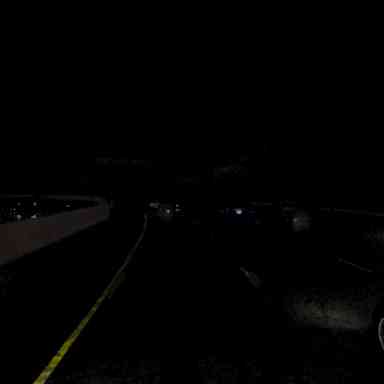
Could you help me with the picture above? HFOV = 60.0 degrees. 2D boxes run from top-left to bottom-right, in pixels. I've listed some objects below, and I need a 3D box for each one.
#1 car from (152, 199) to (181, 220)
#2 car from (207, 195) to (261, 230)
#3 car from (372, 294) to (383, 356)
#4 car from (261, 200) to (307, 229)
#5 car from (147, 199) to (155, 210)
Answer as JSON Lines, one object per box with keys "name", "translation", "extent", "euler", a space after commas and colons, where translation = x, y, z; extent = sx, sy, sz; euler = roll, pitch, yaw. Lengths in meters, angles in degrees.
{"name": "car", "translation": [-2.073, 1.551, 27.926], "extent": [1.994, 1.385, 4.181], "euler": [0, 0, -8]}
{"name": "car", "translation": [2.336, 1.206, 21.194], "extent": [2.150, 2.045, 5.566], "euler": [0, 0, -6]}
{"name": "car", "translation": [3.488, 1.519, 2.775], "extent": [1.812, 1.442, 4.674], "euler": [0, 0, -1]}
{"name": "car", "translation": [5.807, 1.506, 21.486], "extent": [1.812, 1.442, 4.674], "euler": [0, 0, -6]}
{"name": "car", "translation": [-4.774, 1.584, 42.760], "extent": [1.895, 1.301, 4.718], "euler": [0, 0, -13]}
